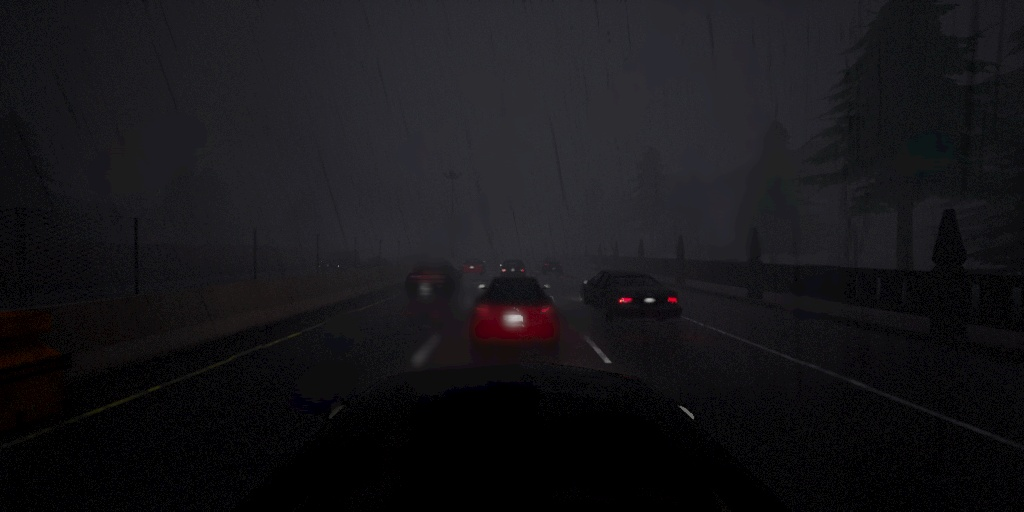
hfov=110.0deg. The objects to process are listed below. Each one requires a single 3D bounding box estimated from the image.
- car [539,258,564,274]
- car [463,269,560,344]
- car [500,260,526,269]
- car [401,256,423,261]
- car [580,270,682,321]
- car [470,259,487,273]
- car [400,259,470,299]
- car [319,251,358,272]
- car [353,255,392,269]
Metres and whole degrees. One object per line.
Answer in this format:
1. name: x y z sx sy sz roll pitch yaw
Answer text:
1. car: 3.594 0.867 32.856 1.812 1.442 4.674 0 1 0
2. car: 0.071 1.215 9.270 1.994 1.385 4.181 0 1 0
3. car: 0.084 0.969 26.763 2.033 1.411 5.357 0 1 0
4. car: -10.659 0.757 38.648 2.128 1.511 4.902 0 1 -1
5. car: 3.583 1.165 11.809 2.033 1.411 5.357 0 1 0
6. car: -3.408 0.911 32.420 1.994 1.385 4.181 0 1 0
7. car: -3.408 1.047 16.553 2.128 1.511 4.902 0 1 0
8. car: -17.619 0.508 37.010 2.150 2.045 5.566 0 1 0
9. car: -14.115 0.832 37.233 2.033 1.411 5.357 0 1 0
